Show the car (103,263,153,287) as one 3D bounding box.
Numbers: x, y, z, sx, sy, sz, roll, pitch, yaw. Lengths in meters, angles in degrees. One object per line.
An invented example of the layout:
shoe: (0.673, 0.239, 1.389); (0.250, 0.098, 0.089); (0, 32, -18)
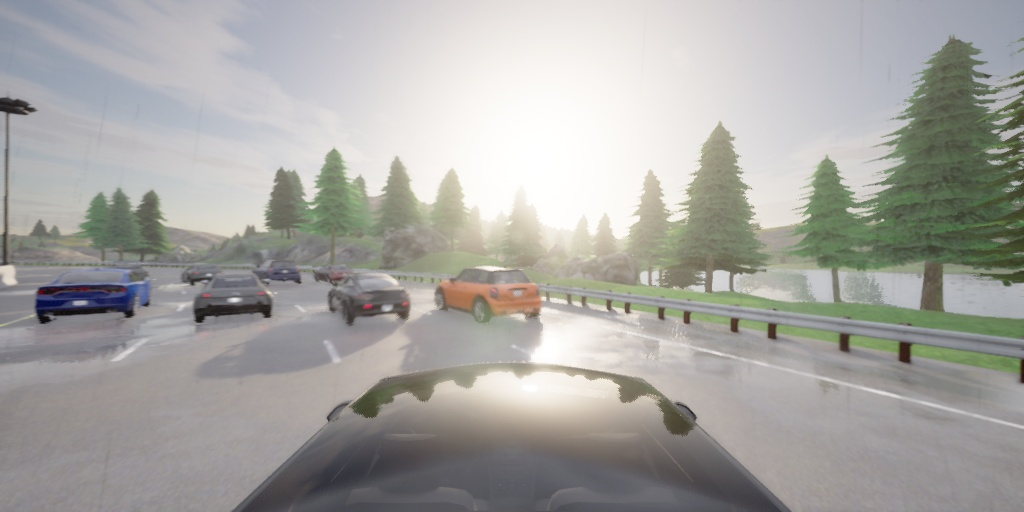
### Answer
car: (-25.596, 1.164, 23.856); (4.181, 1.385, 1.994); (0, 0, 39)

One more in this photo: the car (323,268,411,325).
car: (-4.792, 1.273, 11.885); (1.812, 1.442, 4.674); (1, 0, -35)

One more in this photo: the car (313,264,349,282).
car: (-13.367, 1.294, 27.065); (4.181, 1.385, 1.994); (0, 0, 44)

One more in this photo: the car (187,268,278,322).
car: (-9.390, 1.269, 12.241); (1.994, 1.385, 4.181); (1, 0, -36)

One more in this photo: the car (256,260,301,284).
car: (-16.681, 1.043, 25.368); (4.553, 1.767, 2.097); (0, 0, 43)

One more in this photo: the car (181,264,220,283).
car: (-21.438, 1.208, 24.950); (4.181, 1.385, 1.994); (0, 0, 41)

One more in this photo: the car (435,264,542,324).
car: (-1.003, 1.138, 12.516); (2.097, 1.767, 4.553); (1, 0, -34)

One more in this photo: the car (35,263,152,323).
car: (-13.505, 1.142, 11.872); (1.882, 1.535, 5.008); (1, 0, -39)
